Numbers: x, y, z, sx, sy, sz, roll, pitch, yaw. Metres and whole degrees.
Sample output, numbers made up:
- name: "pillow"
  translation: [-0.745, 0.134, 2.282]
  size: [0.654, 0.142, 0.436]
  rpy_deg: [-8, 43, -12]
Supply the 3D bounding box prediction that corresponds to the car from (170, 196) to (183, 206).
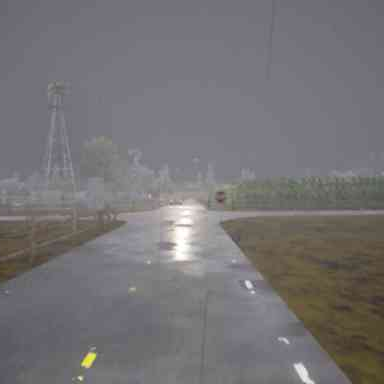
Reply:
- name: "car"
  translation: [-2.742, 1.567, 58.160]
  size: [2.097, 1.767, 4.553]
  rpy_deg: [0, -1, 0]
